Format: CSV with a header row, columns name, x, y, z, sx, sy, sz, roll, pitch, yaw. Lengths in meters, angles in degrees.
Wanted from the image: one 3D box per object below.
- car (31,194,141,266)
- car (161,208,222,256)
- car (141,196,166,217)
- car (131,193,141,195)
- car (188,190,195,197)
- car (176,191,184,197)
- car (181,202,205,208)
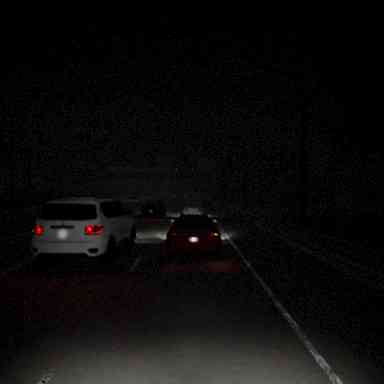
name,x,y,z,sx,sy,sz,roll,pitch,yaw
car,-3.444,1.203,11.636,2.150,2.045,5.566,0,0,1
car,0.068,1.555,13.053,1.994,1.385,4.181,0,0,0
car,-3.417,1.447,30.338,1.882,1.535,5.008,0,0,0
car,-13.985,1.072,79.498,1.837,1.490,4.892,0,1,0
car,0.018,0.806,95.281,1.812,1.442,4.674,0,1,0
car,-3.481,0.629,95.214,2.097,1.767,4.553,0,1,0
car,0.065,1.506,27.215,1.812,1.442,4.674,0,0,0
